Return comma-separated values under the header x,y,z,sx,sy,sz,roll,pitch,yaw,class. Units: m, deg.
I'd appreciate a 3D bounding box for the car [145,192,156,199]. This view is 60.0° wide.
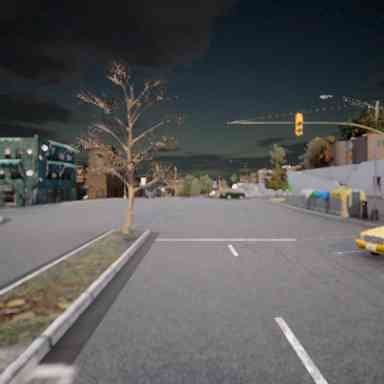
x,y,z,sx,sy,sz,roll,pitch,yaw,class
-9.115,0.675,73.034,1.837,1.490,4.892,0,-1,0,car

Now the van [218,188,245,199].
x,y,z,sx,sy,sz,roll,pitch,yaw,class
7.756,0.338,63.165,4.442,1.987,1.878,1,0,-20,van

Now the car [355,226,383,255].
x,y,z,sx,sy,sz,roll,pitch,yaw,class
7.862,1.334,10.864,5.366,1.575,1.946,1,1,-20,car

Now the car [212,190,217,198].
x,y,z,sx,sy,sz,roll,pitch,yaw,class
7.659,0.647,72.074,5.366,1.575,1.946,1,0,-20,car

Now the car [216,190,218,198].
x,y,z,sx,sy,sz,roll,pitch,yaw,class
7.847,0.635,66.187,4.674,1.452,2.002,1,-1,-20,car
